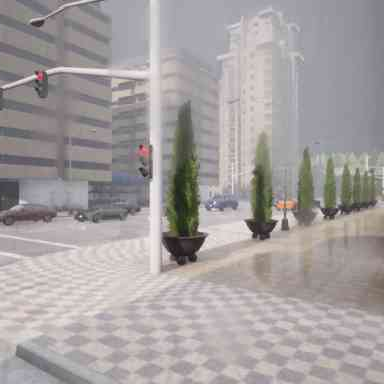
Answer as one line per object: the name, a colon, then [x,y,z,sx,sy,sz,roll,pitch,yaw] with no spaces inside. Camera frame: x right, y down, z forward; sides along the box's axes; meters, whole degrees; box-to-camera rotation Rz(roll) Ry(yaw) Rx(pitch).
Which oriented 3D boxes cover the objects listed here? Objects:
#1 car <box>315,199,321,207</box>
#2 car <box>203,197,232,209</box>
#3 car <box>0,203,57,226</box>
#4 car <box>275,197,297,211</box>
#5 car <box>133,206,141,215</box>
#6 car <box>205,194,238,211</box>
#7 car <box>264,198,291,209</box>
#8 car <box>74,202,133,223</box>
car: [17.528,1.533,49.046,1.882,1.535,5.008,0,0,35]
car: [3.720,1.560,47.775,1.837,1.490,4.892,0,0,35]
car: [-12.313,1.580,24.550,1.812,1.442,4.674,0,0,35]
car: [12.271,1.407,41.388,2.097,1.767,4.553,0,0,35]
car: [-7.164,1.655,32.052,1.895,1.301,4.718,0,0,35]
car: [3.807,1.276,41.768,2.150,2.045,5.566,0,0,35]
car: [12.271,1.602,47.557,2.033,1.411,5.357,0,0,35]
car: [-7.043,1.619,26.064,1.994,1.385,4.181,0,0,35]
